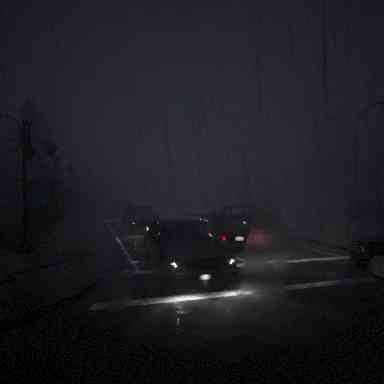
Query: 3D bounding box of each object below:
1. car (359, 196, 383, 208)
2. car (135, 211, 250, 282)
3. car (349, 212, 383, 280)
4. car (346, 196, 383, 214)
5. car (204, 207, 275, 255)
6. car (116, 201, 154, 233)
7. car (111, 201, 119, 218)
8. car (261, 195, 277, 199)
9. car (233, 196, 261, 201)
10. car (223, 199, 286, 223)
[{"bbox_3d":[23.838,1.273,43.259,1.845,1.501,3.633,0,0,-17],"label":"car"},{"bbox_3d":[-0.369,1.543,10.134,2.033,1.411,5.357,0,0,-15],"label":"car"},{"bbox_3d":[6.636,1.475,8.158,5.008,1.535,1.882,0,0,38],"label":"car"},{"bbox_3d":[15.557,1.356,29.256,1.970,1.475,3.806,0,0,-17],"label":"car"},{"bbox_3d":[1.363,1.539,13.159,2.033,1.411,5.357,0,0,-4],"label":"car"},{"bbox_3d":[-3.121,1.529,19.963,2.033,1.411,5.357,0,0,-17],"label":"car"},{"bbox_3d":[-6.301,1.516,30.108,2.033,1.411,5.357,0,0,-17],"label":"car"},{"bbox_3d":[10.273,1.277,47.159,2.152,1.636,5.027,0,0,-17],"label":"car"},{"bbox_3d":[7.287,1.287,46.197,2.007,1.523,4.514,0,0,-17],"label":"car"},{"bbox_3d":[2.867,1.467,19.799,5.357,1.411,2.033,-3,1,-18],"label":"car"}]
